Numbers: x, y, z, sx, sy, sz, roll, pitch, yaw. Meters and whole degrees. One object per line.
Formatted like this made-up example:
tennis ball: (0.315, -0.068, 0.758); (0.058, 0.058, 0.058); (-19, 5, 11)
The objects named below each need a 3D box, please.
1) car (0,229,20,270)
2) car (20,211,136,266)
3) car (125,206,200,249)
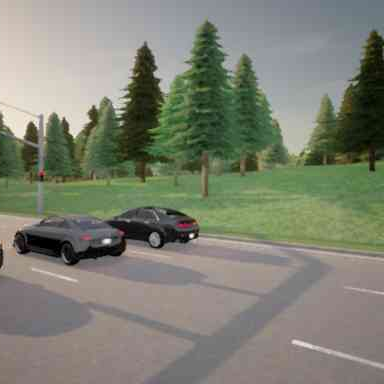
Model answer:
car: (-6.623, 1.368, 8.612); (4.674, 1.442, 1.812); (1, 1, 36)
car: (-4.158, 1.414, 11.140); (4.181, 1.385, 1.994); (1, 1, 36)
car: (-1.978, 1.358, 13.886); (4.892, 1.490, 1.837); (1, 1, 36)
